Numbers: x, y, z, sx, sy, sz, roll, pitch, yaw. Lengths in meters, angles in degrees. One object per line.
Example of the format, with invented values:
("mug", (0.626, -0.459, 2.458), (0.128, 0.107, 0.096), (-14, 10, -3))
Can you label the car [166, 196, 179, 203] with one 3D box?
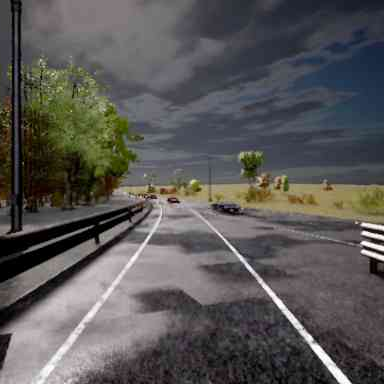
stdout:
("car", (-3.967, 1.548, 67.625), (1.994, 1.385, 4.181), (0, 0, -13))

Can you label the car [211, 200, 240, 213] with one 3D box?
("car", (3.480, 1.549, 35.542), (1.895, 1.301, 4.718), (0, 0, -13))
